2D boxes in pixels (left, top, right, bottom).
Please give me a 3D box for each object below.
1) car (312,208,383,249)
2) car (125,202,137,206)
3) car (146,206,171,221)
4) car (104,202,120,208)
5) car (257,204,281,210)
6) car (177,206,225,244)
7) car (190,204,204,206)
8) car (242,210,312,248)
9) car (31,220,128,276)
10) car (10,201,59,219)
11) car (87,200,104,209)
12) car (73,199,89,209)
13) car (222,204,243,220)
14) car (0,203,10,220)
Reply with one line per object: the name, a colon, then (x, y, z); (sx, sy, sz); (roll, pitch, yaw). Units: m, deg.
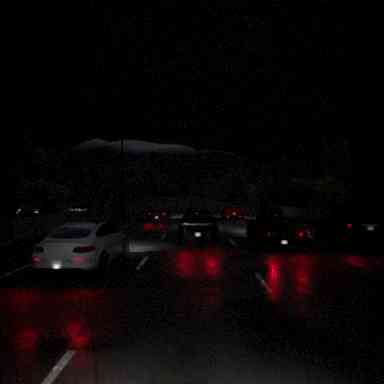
car: (7.276, 1.531, 15.629); (2.097, 1.767, 4.553); (0, -1, 1)
car: (-13.119, 2.824, 71.298); (1.882, 1.535, 5.008); (0, -2, 1)
car: (-3.028, 1.972, 31.061); (1.895, 1.301, 4.718); (0, -1, 1)
car: (-16.618, 2.809, 71.343); (1.882, 1.535, 5.008); (0, -2, 1)
car: (7.488, 1.947, 32.280); (1.837, 1.490, 4.892); (0, -1, 1)
car: (0.291, 1.654, 16.782); (2.128, 1.511, 4.902); (0, -1, 1)
car: (0.507, 1.917, 33.772); (1.882, 1.535, 5.008); (0, -1, 1)
car: (3.778, 1.765, 15.684); (1.895, 1.301, 4.718); (0, -1, 1)
car: (-3.296, 1.599, 10.483); (1.812, 1.442, 4.674); (0, 0, 1)
car: (-13.737, 1.651, 29.763); (2.097, 1.767, 4.553); (0, -1, 1)
car: (-20.118, 2.842, 71.386); (2.128, 1.511, 4.902); (0, -2, 1)
car: (-23.617, 2.526, 71.409); (2.150, 2.045, 5.566); (0, -2, 1)
car: (4.006, 1.932, 33.717); (1.882, 1.535, 5.008); (0, -1, 1)
car: (-17.236, 1.778, 29.946); (2.128, 1.511, 4.902); (0, -1, 1)
